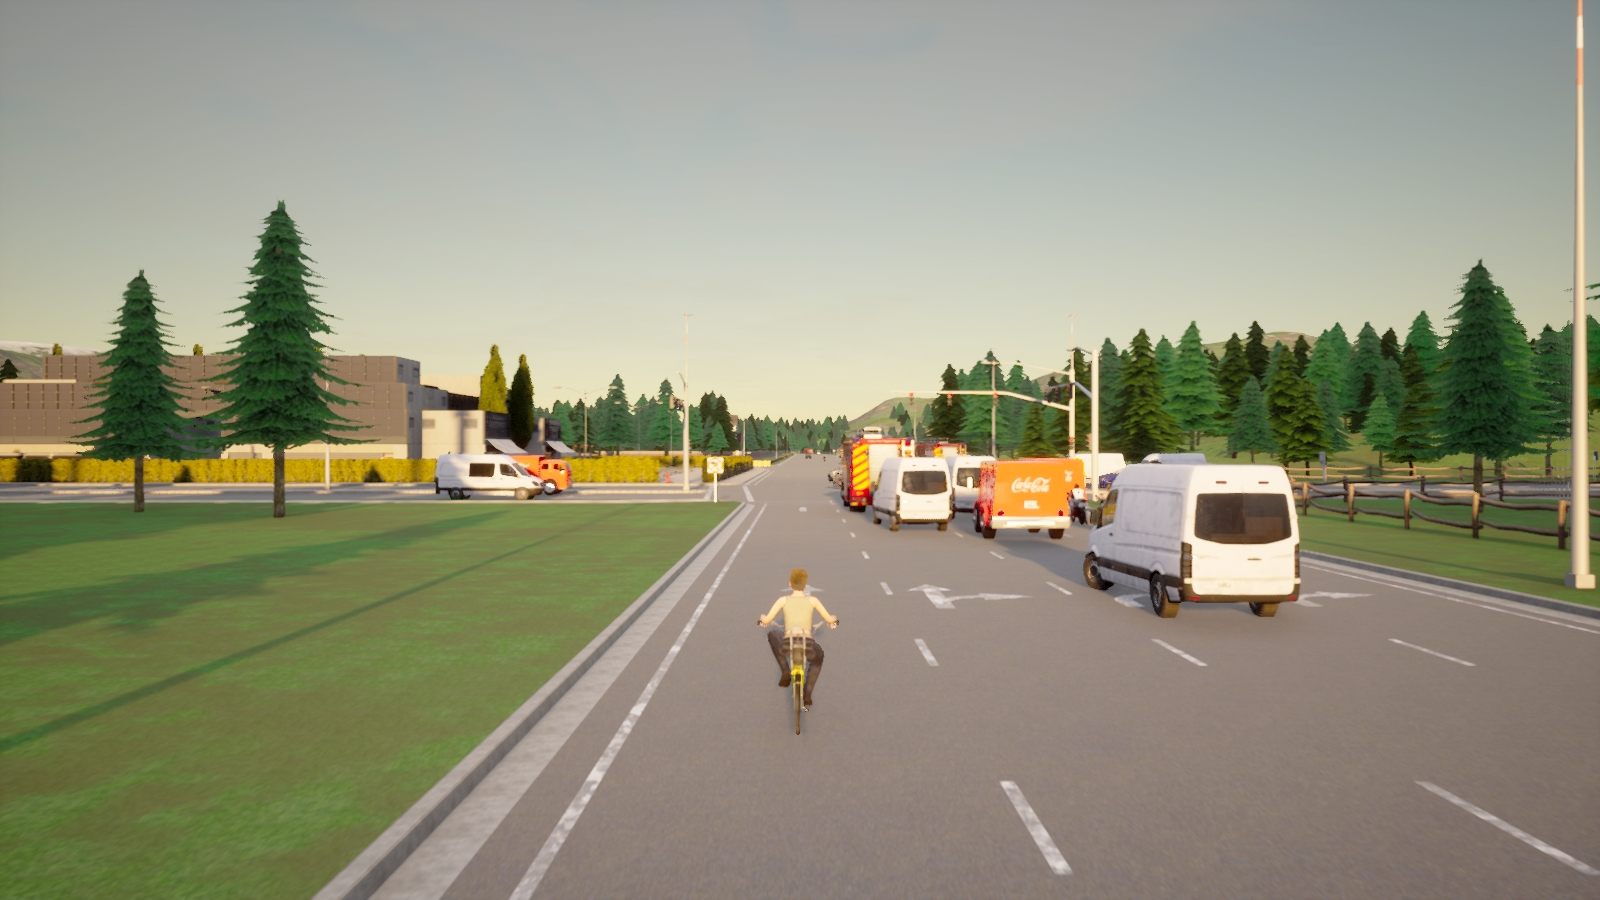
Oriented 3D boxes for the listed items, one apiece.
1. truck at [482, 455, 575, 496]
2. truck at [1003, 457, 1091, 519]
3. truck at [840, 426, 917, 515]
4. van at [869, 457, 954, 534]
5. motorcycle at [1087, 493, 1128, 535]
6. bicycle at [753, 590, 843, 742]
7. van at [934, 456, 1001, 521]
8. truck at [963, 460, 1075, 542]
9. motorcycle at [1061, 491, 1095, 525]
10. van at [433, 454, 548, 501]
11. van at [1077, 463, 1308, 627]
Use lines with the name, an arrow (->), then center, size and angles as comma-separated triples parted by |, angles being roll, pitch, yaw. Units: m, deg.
truck -> -16.847, 1.567, 71.158 | 5.204, 2.467, 2.627 | 0, 0, -1
truck -> 10.481, 1.568, 48.952 | 2.627, 2.467, 5.204 | 0, 0, 0
truck -> 3.552, 0.891, 53.660 | 2.891, 3.827, 8.468 | 0, 0, -1
van -> 3.925, 1.534, 41.184 | 1.988, 2.561, 5.915 | 0, 0, -5
motorcycle -> 10.496, 2.155, 39.021 | 0.764, 1.307, 2.356 | 0, 0, 0
bicycle -> -0.018, 2.158, 11.672 | 0.859, 1.276, 1.487 | 0, 0, 0
van -> 6.997, 1.534, 48.306 | 1.988, 2.561, 5.915 | 0, 0, 0
truck -> 6.995, 1.565, 37.146 | 2.627, 2.467, 5.204 | 0, 0, 0
motorcycle -> 10.494, 2.186, 43.216 | 0.803, 1.199, 2.033 | 0, 0, 0
van -> -17.317, 1.536, 64.150 | 5.915, 2.561, 1.988 | 0, 0, -1
van -> 6.927, 1.533, 21.022 | 1.988, 2.561, 5.915 | 0, 0, -2
